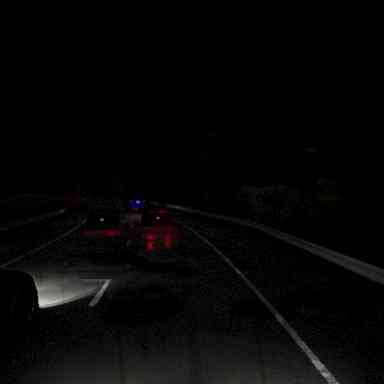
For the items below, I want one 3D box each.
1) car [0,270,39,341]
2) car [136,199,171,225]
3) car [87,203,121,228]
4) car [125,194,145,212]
[{"bbox_3d":[-3.654,1.574,4.217,1.994,1.385,4.181,0,0,-2],"label":"car"},{"bbox_3d":[-2.713,1.509,24.276,2.128,1.511,4.902,0,0,-11],"label":"car"},{"bbox_3d":[-5.878,1.501,22.366,1.882,1.535,5.008,0,0,-11],"label":"car"},{"bbox_3d":[-6.816,1.255,40.049,2.150,2.045,5.566,0,0,-16],"label":"car"}]
